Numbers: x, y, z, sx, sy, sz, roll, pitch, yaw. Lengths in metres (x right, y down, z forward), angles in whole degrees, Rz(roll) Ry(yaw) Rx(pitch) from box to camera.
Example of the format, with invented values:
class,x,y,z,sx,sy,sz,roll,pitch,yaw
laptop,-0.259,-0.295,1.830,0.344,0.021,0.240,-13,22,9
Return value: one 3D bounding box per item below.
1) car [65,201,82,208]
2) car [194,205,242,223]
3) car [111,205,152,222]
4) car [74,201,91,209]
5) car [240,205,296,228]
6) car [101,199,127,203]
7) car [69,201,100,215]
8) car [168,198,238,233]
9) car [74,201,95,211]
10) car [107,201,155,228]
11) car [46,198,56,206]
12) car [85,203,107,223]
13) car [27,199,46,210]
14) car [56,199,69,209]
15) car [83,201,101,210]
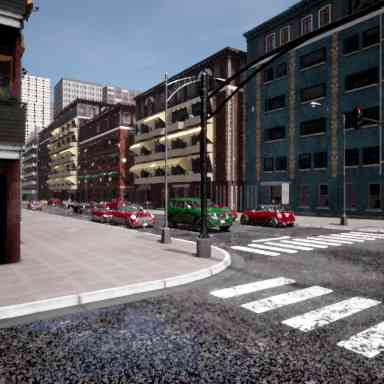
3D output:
class,x,y,z,sx,sy,sz,roll,pitch,yaw
car,-23.206,2.377,65.048,1.947,1.339,4.313,-1,0,-35
car,2.161,1.849,28.623,1.802,1.307,4.206,-1,0,-35
car,-5.628,1.931,30.347,1.895,1.301,4.718,0,-1,-35
car,-20.036,2.326,60.495,1.802,1.307,4.206,-1,0,-35
car,5.333,1.639,24.072,1.967,1.590,4.097,-1,0,-35
car,-10.528,1.855,46.835,2.192,1.841,5.009,-1,0,-35
car,-13.546,2.065,41.750,1.994,1.385,4.181,0,-1,-35
car,0.294,1.424,21.874,2.150,2.045,5.566,0,-1,-33
car,-16.654,2.150,51.338,1.812,1.442,4.674,0,-1,-35
car,-4.299,1.694,24.099,1.967,1.590,4.097,-1,0,-35
car,-32.722,2.328,78.710,2.192,1.841,5.009,-1,0,-35
car,-7.468,1.904,28.653,1.802,1.307,4.206,-1,0,-35
car,-26.493,2.171,55.975,1.967,1.590,4.097,-1,0,-35
car,-22.348,2.347,59.512,1.895,1.301,4.718,0,-1,-35
car,-16.865,2.258,55.941,1.802,1.307,4.206,-1,0,-35
